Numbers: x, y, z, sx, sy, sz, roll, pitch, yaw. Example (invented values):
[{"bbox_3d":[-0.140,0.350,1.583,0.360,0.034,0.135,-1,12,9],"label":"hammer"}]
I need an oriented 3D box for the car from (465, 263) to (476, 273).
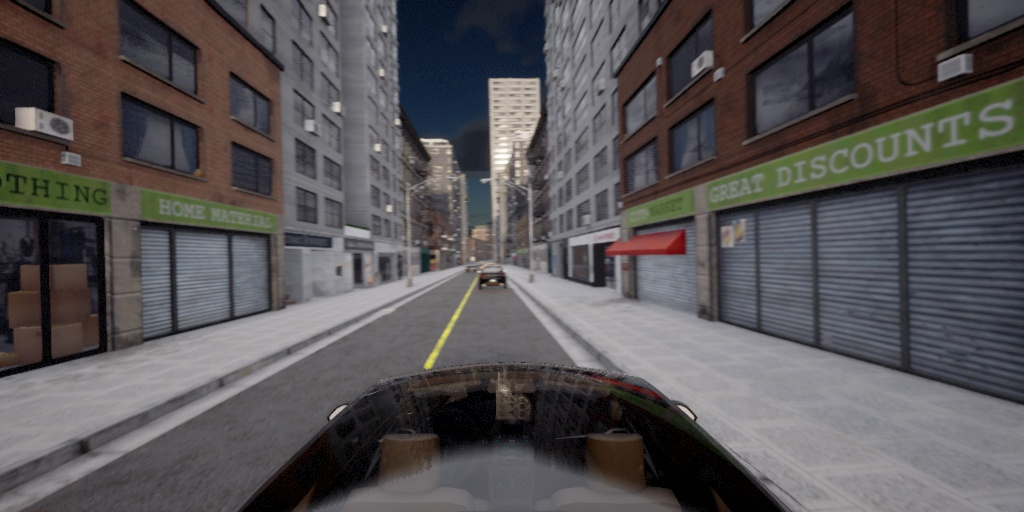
[{"bbox_3d":[-6.299,1.850,56.632,2.033,1.411,5.357,-1,0,-4],"label":"car"}]

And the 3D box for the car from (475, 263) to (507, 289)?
[{"bbox_3d":[-1.359,1.419,25.198,1.882,1.535,5.008,-1,0,-4],"label":"car"}]

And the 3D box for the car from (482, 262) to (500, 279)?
[{"bbox_3d":[-2.336,1.549,39.652,1.882,1.535,5.008,-1,0,-3],"label":"car"}]
